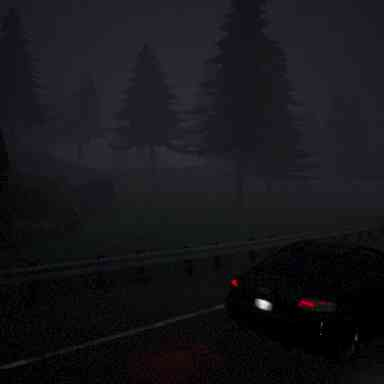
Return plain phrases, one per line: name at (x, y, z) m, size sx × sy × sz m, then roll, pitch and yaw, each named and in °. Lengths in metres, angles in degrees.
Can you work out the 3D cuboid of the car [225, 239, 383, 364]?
car at (2.578, 1.565, 5.970) m, size 4.181 × 1.385 × 1.994 m, roll 0°, pitch 0°, yaw -39°
